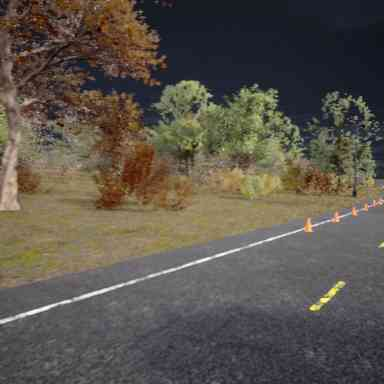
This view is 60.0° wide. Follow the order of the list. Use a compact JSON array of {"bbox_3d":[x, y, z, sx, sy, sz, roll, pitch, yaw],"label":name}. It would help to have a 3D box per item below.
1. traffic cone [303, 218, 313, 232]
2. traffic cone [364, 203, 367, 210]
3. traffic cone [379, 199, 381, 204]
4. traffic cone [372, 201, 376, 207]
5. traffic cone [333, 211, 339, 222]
[{"bbox_3d":[5.273,1.469,15.053,0.340,0.580,0.340,3,3,37],"label":"traffic cone"},{"bbox_3d":[14.138,1.182,27.058,0.340,0.580,0.340,3,3,36],"label":"traffic cone"},{"bbox_3d":[19.891,0.979,35.175,0.340,0.580,0.340,3,3,35],"label":"traffic cone"},{"bbox_3d":[17.030,1.081,31.105,0.340,0.580,0.340,3,3,35],"label":"traffic cone"},{"bbox_3d":[8.259,1.375,19.032,0.340,0.580,0.340,3,3,37],"label":"traffic cone"}]
